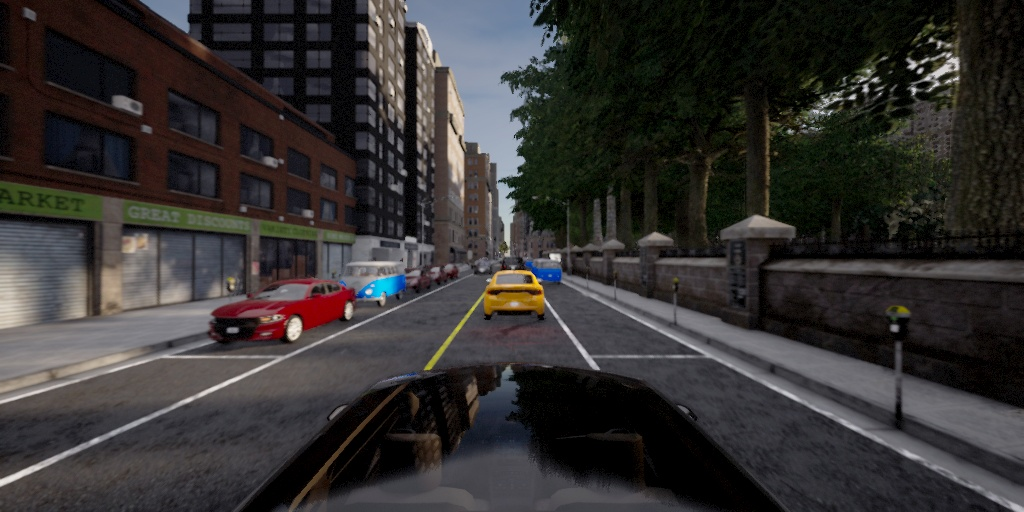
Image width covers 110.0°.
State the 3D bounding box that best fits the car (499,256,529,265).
[{"bbox_3d":[0.087,1.042,31.384,2.150,2.045,5.566,0,0,0],"label":"car"}]

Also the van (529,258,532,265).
[{"bbox_3d":[2.662,1.162,32.436,1.690,1.789,3.998,0,0,0],"label":"van"}]

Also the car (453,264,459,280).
[{"bbox_3d":[-5.864,1.367,32.408,1.888,1.381,4.507,0,0,0],"label":"car"}]

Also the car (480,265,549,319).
[{"bbox_3d":[0.080,1.257,12.960,1.882,1.535,5.008,0,0,0],"label":"car"}]

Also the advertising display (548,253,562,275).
[{"bbox_3d":[5.625,0.870,46.866,1.540,2.440,0.280,0,0,0],"label":"advertising display"}]

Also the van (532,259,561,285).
[{"bbox_3d":[2.663,1.151,26.777,1.690,1.789,3.998,0,0,0],"label":"van"}]

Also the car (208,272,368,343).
[{"bbox_3d":[-5.859,1.317,9.766,1.888,1.381,4.507,0,0,0],"label":"car"}]

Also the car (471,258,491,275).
[{"bbox_3d":[-3.103,1.326,39.719,2.128,1.511,4.902,0,0,0],"label":"car"}]

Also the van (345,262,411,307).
[{"bbox_3d":[-5.860,1.126,15.427,1.690,1.789,3.998,0,0,0],"label":"van"}]

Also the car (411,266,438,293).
[{"bbox_3d":[-5.861,1.380,21.087,1.802,1.307,4.207,0,0,0],"label":"car"}]

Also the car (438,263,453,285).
[{"bbox_3d":[-5.862,1.392,26.748,1.802,1.307,4.207,0,0,0],"label":"car"}]
